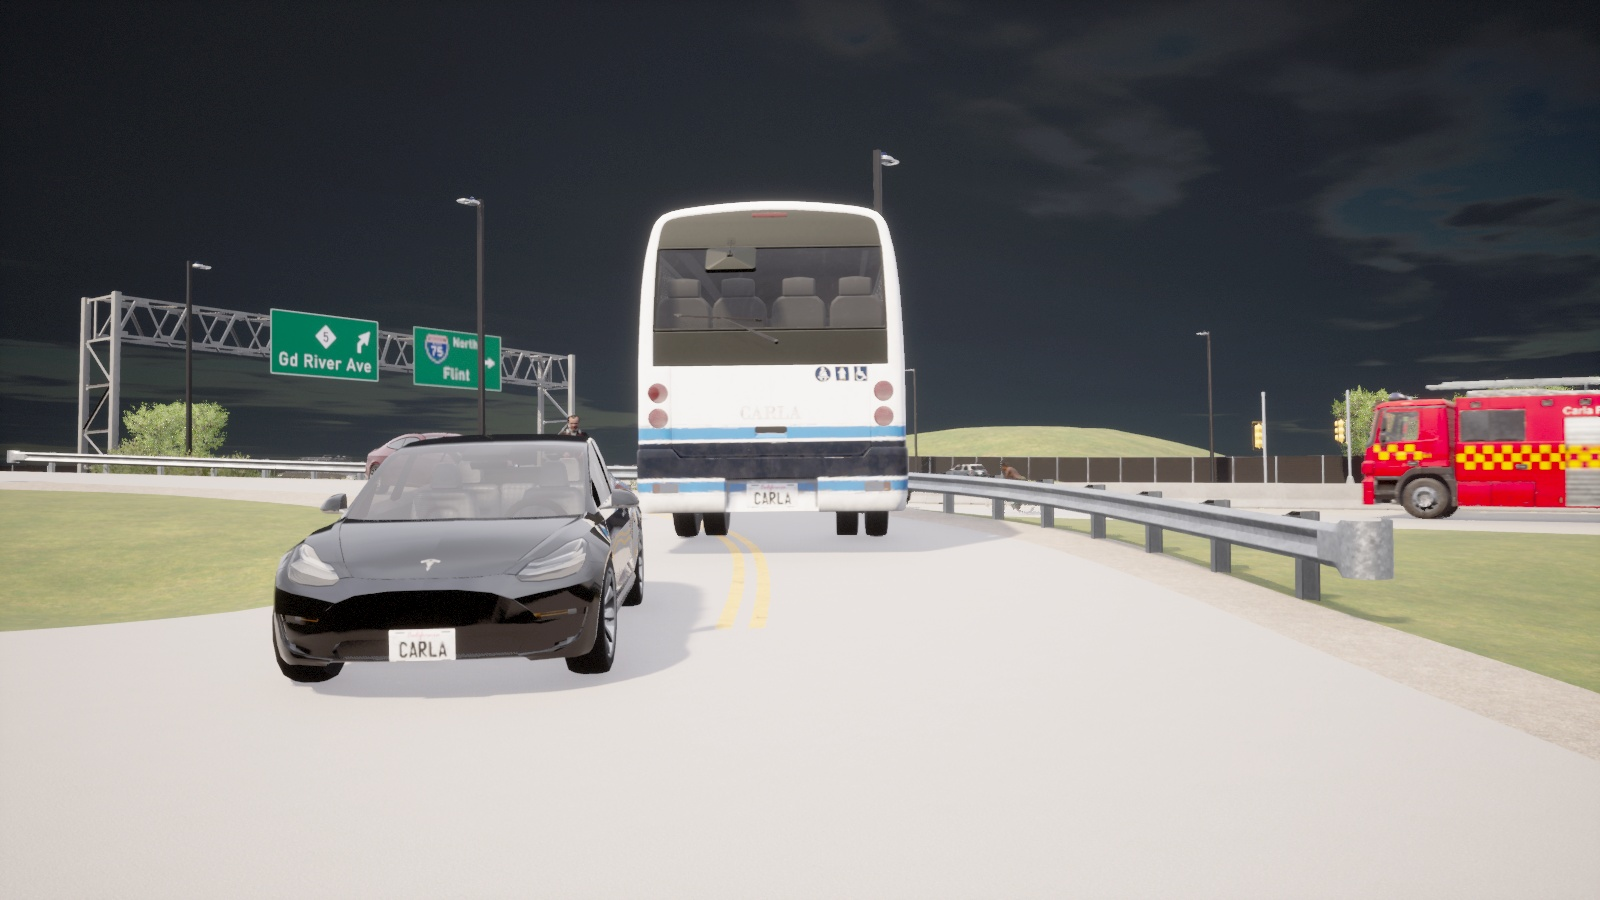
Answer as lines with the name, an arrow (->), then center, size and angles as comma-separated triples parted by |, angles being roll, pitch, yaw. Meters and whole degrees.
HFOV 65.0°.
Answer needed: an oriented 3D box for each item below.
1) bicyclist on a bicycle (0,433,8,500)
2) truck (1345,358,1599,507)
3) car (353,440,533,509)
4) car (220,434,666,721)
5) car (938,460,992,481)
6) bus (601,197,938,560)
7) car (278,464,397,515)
bicyclist on a bicycle -> -19.885, 0.403, 29.890 | 0.582, 1.620, 1.656 | 0, 0, 35
truck -> 19.900, -0.401, 34.611 | 8.468, 3.827, 2.891 | -2, -2, 35
car -> -8.147, 0.505, 28.430 | 4.674, 1.442, 1.812 | 0, 1, 44
car -> -2.218, 0.668, 9.344 | 2.163, 1.488, 4.792 | -2, 1, -4
car -> 11.719, 1.466, 89.340 | 1.970, 1.475, 3.806 | -1, -1, -28
bus -> -0.234, -0.932, 20.311 | 3.944, 4.253, 10.273 | -2, 1, 2
car -> -17.644, 1.520, 47.847 | 4.605, 1.855, 1.932 | -2, -2, 35
